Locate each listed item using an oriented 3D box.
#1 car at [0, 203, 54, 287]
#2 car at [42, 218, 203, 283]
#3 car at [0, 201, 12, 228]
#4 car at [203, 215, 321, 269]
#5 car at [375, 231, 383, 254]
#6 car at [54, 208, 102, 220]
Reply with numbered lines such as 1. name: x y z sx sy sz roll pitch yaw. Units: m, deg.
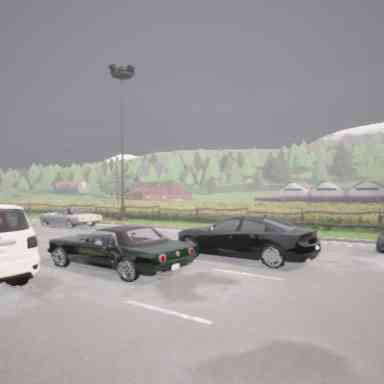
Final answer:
1. car: -6.080 1.291 8.305 5.566 2.045 2.150 0 0 35
2. car: -2.230 1.657 9.863 4.718 1.301 1.895 0 0 35
3. car: -14.698 1.530 23.019 4.553 1.767 2.097 -1 0 35
4. car: 1.721 1.520 11.345 5.008 1.535 1.882 0 0 35
5. car: 8.385 1.571 10.901 4.181 1.385 1.994 0 0 35
6. car: -8.437 1.747 22.869 4.718 1.301 1.895 0 0 35
